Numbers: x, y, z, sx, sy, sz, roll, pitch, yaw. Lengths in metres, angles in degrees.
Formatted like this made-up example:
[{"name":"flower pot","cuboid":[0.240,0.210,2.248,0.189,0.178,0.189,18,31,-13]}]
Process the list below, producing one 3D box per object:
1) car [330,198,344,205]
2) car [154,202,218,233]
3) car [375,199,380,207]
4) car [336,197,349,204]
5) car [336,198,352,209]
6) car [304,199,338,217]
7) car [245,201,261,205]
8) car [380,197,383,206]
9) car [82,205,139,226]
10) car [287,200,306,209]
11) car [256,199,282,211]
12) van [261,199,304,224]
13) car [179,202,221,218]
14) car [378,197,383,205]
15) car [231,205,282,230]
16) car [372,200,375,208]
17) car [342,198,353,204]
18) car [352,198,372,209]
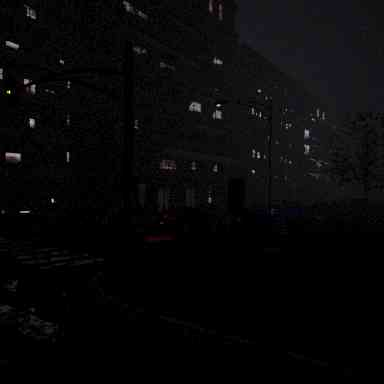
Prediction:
[{"name":"car","cuboid":[33.710,2.175,77.151,1.947,1.339,4.313,1,0,36]},{"name":"car","cuboid":[-0.286,1.660,21.290,1.882,1.535,5.008,1,0,36]},{"name":"car","cuboid":[33.883,2.103,63.265,1.967,1.590,4.097,1,0,36]},{"name":"car","cuboid":[36.996,2.092,81.605,1.967,1.590,4.097,1,0,36]},{"name":"car","cuboid":[24.020,2.062,54.264,2.033,1.411,5.357,1,0,37]},{"name":"car","cuboid":[14.180,1.837,36.544,1.967,1.590,4.097,1,0,36]},{"name":"car","cuboid":[7.439,1.839,41.524,1.802,1.307,4.206,1,0,36]},{"name":"car","cuboid":[37.166,2.251,67.717,1.887,1.381,4.507,1,0,36]},{"name":"car","cuboid":[-5.697,1.626,23.710,2.008,1.369,4.403,1,0,36]},{"name":"car","cuboid":[17.291,1.974,54.884,1.802,1.307,4.206,1,0,36]},{"name":"car","cuboid":[10.724,1.743,45.977,1.967,1.590,4.097,1,0,36]},{"name":"van","cuboid":[7.613,1.647,27.637,1.690,1.788,3.998,1,0,36]},{"name":"car","cuboid":[0.871,1.711,32.616,1.887,1.381,4.507,1,0,36]},{"name":"car","cuboid":[47.021,2.149,81.079,2.192,1.841,5.009,1,0,36]},{"name":"car","cuboid":[4.326,1.826,23.183,1.947,1.339,4.313,1,0,36]},{"name":"car","cuboid":[30.597,2.201,58.810,1.802,1.307,4.206,1,0,36]},{"name":"car","cuboid":[40.178,2.219,85.921,1.752,1.417,4.829,1,0,36]},{"name":"car","cuboid":[27.317,1.890,54.358,2.192,1.841,5.009,1,0,36]}]
